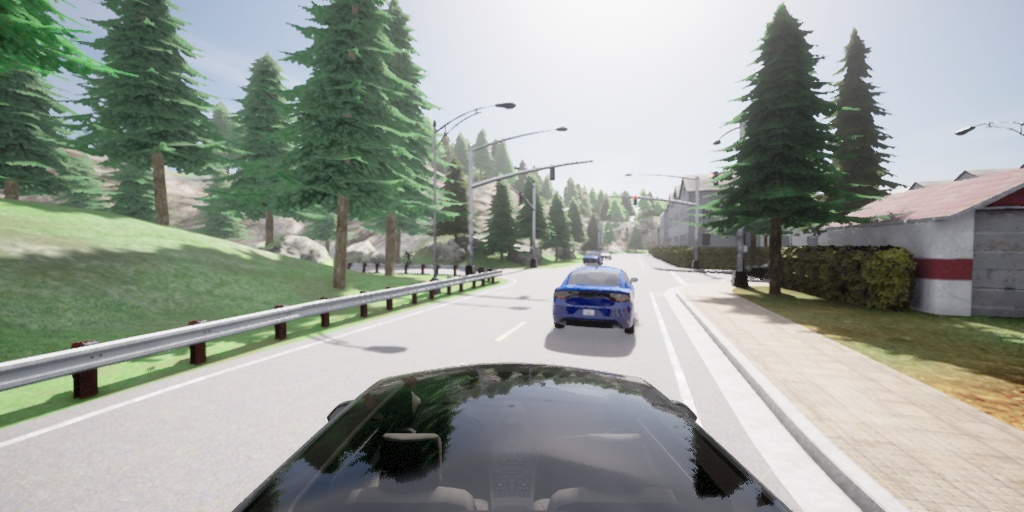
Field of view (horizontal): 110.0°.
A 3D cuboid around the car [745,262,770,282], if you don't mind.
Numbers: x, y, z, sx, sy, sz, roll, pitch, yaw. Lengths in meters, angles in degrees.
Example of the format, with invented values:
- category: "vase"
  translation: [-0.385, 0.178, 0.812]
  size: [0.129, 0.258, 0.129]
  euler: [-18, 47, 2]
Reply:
- category: "car"
  translation: [17.035, 0.909, 21.661]
  size: [4.718, 1.301, 1.895]
  euler: [1, 2, 22]

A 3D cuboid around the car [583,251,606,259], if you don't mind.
- category: "car"
  translation: [9.457, 0.234, 41.877]
  size: [1.882, 1.535, 5.008]
  euler: [1, 2, 19]

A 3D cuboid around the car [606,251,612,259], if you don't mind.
- category: "car"
  translation: [15.051, -0.111, 58.006]
  size: [1.812, 1.442, 4.674]
  euler: [1, 2, 19]

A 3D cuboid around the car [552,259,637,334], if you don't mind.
- category: "car"
  translation: [2.450, 1.021, 10.115]
  size: [1.882, 1.535, 5.008]
  euler: [1, 1, 19]

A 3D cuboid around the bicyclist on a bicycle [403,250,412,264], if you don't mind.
- category: "bicyclist on a bicycle"
  translation: [-11.149, 0.206, 38.183]
  size: [0.582, 1.620, 1.656]
  euler: [-2, 7, 18]
